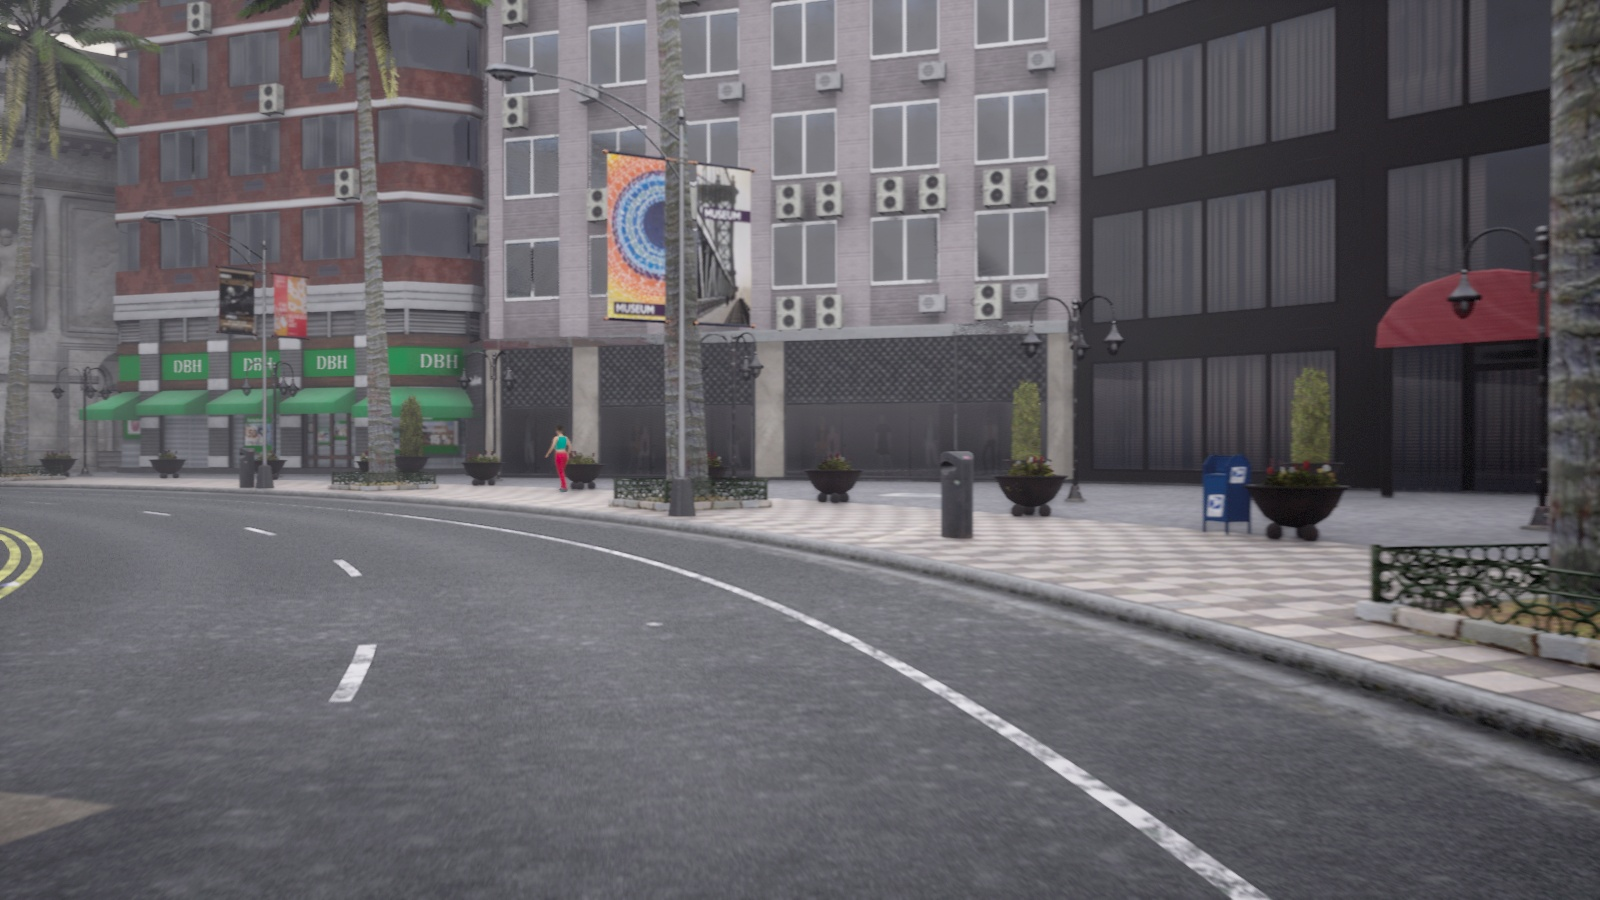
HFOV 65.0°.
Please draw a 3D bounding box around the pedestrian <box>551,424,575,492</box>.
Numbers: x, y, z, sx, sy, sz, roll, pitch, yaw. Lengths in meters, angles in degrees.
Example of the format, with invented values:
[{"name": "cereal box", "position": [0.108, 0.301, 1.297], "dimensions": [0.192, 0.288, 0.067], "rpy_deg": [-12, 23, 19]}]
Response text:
[{"name": "pedestrian", "position": [-6.424, 0.213, 34.050], "dimensions": [0.594, 1.836, 0.345], "rpy_deg": [0, 0, 44]}]
